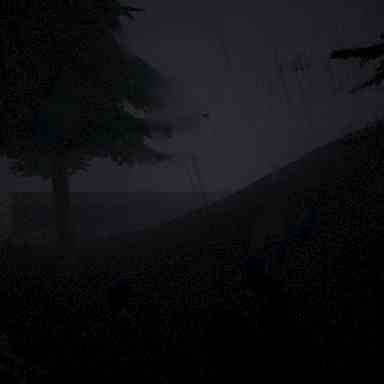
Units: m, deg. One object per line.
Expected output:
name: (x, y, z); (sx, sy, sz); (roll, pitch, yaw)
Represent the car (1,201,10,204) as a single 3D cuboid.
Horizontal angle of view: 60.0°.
car: (-25.347, 1.789, 41.546); (2.128, 1.511, 4.902); (0, 0, 34)
